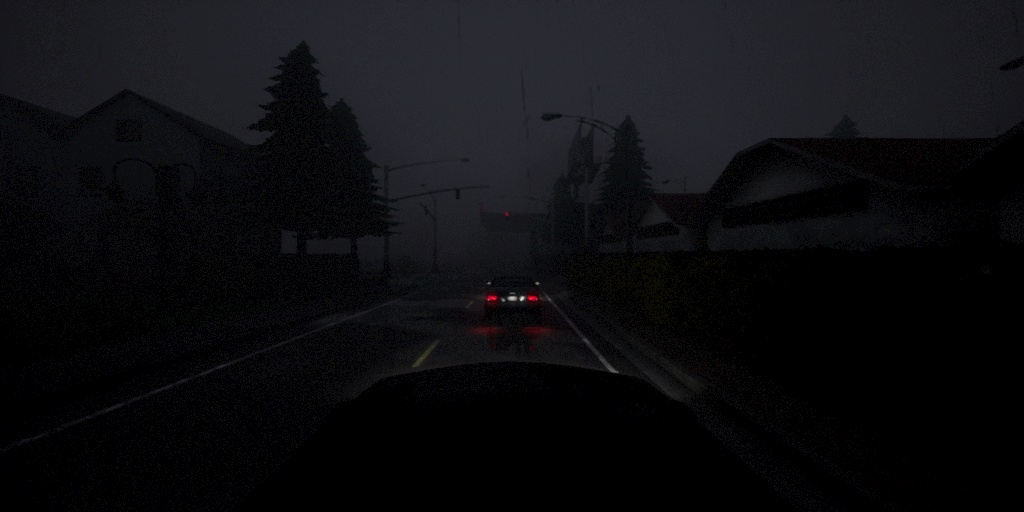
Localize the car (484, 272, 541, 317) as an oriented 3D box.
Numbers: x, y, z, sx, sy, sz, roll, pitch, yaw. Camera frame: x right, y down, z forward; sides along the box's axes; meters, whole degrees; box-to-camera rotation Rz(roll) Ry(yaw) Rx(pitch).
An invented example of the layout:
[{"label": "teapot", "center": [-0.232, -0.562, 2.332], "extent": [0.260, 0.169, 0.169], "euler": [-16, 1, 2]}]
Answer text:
[{"label": "car", "center": [0.040, 1.302, 13.082], "extent": [2.033, 1.411, 5.357], "euler": [0, 0, 1]}]
